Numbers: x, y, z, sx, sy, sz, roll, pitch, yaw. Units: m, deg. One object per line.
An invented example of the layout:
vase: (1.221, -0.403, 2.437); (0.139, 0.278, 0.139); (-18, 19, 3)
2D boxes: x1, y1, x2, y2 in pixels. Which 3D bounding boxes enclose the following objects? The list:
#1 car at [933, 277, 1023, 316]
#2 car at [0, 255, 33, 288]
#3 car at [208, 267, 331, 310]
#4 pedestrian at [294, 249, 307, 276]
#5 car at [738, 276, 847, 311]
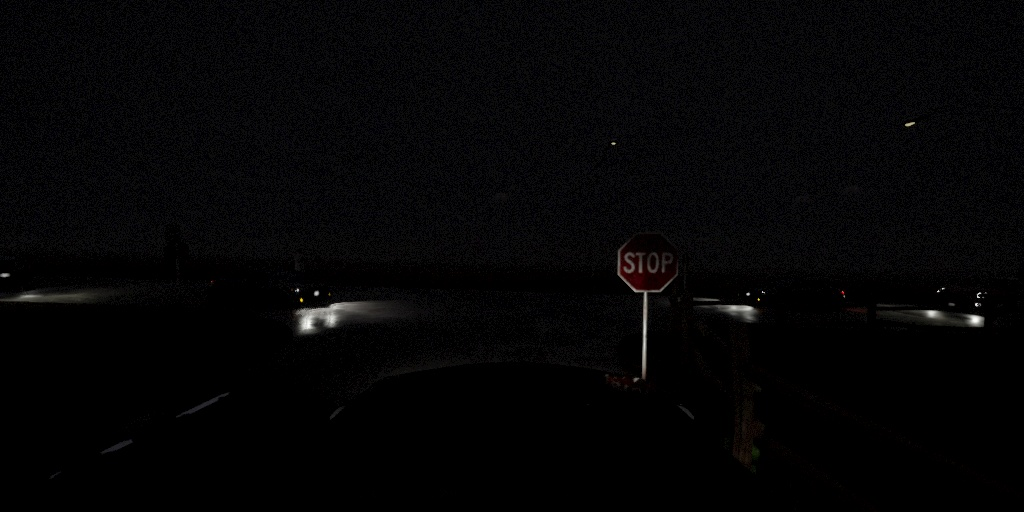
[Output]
car: (23.174, 1.794, 17.009); (4.553, 1.767, 2.097); (2, 3, 0)
car: (-23.048, 0.314, 14.379); (5.566, 2.045, 2.150); (2, 3, 0)
car: (-9.245, 1.140, 13.771); (4.181, 1.385, 1.994); (2, 3, 11)
pedestrian: (-11.991, 0.535, 20.279); (0.375, 1.860, 0.375); (0, 1, 0)
car: (13.235, 1.696, 17.073); (4.181, 1.385, 1.994); (2, 3, 0)
